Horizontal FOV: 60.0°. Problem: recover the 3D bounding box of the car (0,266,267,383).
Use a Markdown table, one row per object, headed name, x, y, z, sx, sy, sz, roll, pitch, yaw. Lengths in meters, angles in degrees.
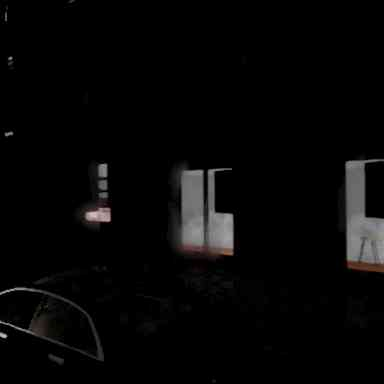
| name | x | y | z | sx | sy | sz | roll | pitch | yaw |
| --- | --- | --- | --- | --- | --- | --- | --- | --- | --- |
| car | -1.350 | 1.567 | 3.844 | 4.403 | 1.369 | 2.008 | 0 | 0 | 36 |
